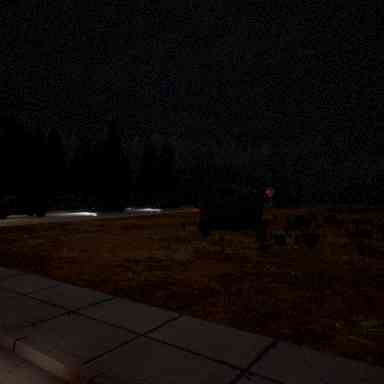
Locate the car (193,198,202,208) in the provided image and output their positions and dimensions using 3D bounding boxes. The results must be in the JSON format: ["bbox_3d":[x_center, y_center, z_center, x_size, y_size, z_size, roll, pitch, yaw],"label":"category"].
[{"bbox_3d":[2.124,1.531,47.266,1.837,1.490,4.892,0,0,36],"label":"car"}]

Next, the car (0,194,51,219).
[{"bbox_3d":[-15.451,1.248,29.682,2.150,2.045,5.566,0,0,36],"label":"car"}]

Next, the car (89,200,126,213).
[{"bbox_3d":[-9.556,1.591,37.660,1.994,1.385,4.181,0,0,37],"label":"car"}]

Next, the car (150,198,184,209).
[{"bbox_3d":[-3.357,1.574,46.043,2.033,1.411,5.357,0,0,37],"label":"car"}]
